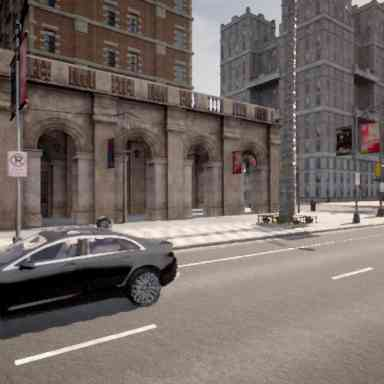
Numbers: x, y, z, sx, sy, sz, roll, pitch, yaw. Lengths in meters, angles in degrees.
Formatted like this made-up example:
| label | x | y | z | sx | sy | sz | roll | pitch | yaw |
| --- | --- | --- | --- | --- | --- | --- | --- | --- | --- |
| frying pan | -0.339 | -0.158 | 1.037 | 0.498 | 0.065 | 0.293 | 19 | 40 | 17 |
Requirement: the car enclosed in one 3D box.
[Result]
| label | x | y | z | sx | sy | sz | roll | pitch | yaw |
| --- | --- | --- | --- | --- | --- | --- | --- | --- | --- |
| car | -2.565 | 1.491 | 6.458 | 4.902 | 1.511 | 2.128 | 0 | 0 | -35 |
